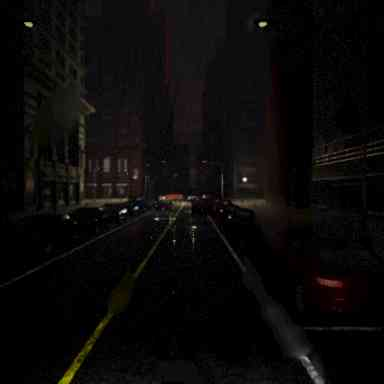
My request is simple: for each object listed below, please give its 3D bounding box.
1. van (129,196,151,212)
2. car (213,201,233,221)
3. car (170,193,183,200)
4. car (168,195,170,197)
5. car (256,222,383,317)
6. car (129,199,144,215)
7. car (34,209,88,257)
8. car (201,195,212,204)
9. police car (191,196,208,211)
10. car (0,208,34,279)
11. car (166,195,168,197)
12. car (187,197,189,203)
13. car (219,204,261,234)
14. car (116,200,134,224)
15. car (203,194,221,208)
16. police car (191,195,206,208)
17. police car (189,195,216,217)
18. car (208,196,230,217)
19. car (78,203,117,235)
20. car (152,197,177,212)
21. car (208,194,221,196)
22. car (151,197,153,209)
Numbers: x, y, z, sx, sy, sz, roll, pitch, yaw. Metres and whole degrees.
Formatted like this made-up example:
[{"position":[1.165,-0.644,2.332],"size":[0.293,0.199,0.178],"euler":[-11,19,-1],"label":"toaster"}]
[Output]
[{"position":[-5.771,1.275,35.355],"size":[1.690,1.788,3.998],"euler":[0,0,0],"label":"van"},{"position":[2.757,1.534,24.089],"size":[1.802,1.307,4.206],"euler":[0,0,0],"label":"car"},{"position":[-4.453,1.062,82.525],"size":[4.553,1.767,2.097],"euler":[0,0,38],"label":"car"},{"position":[-5.773,1.452,63.538],"size":[2.008,1.369,4.403],"euler":[0,0,0],"label":"car"},{"position":[2.759,1.567,7.179],"size":[1.802,1.307,4.206],"euler":[0,0,0],"label":"car"},{"position":[-5.769,1.524,29.719],"size":[1.802,1.307,4.206],"euler":[0,0,0],"label":"car"},{"position":[-5.767,1.539,12.809],"size":[1.947,1.339,4.313],"euler":[0,0,0],"label":"car"},{"position":[2.751,1.342,63.541],"size":[1.967,1.590,4.097],"euler":[0,0,0],"label":"car"},{"position":[0.863,1.351,41.088],"size":[1.930,1.638,5.238],"euler":[0,0,0],"label":"police car"},{"position":[-5.767,1.300,7.172],"size":[2.192,1.841,5.009],"euler":[0,0,0],"label":"car"},{"position":[-5.773,1.473,57.902],"size":[1.947,1.339,4.313],"euler":[0,0,0],"label":"car"},{"position":[-0.007,1.503,65.383],"size":[1.895,1.301,4.718],"euler":[0,0,0],"label":"car"},{"position":[2.758,1.545,18.452],"size":[1.802,1.307,4.206],"euler":[0,0,0],"label":"car"},{"position":[-5.768,1.503,24.082],"size":[2.008,1.369,4.403],"euler":[0,0,0],"label":"car"},{"position":[2.753,1.234,46.632],"size":[2.192,1.841,5.009],"euler":[0,0,0],"label":"car"},{"position":[0.862,1.344,47.088],"size":[1.930,1.638,5.238],"euler":[0,0,0],"label":"police car"},{"position":[0.896,1.366,31.088],"size":[1.930,1.638,5.238],"euler":[0,0,0],"label":"police car"},{"position":[2.755,1.383,29.724],"size":[1.967,1.590,4.097],"euler":[0,0,0],"label":"car"},{"position":[-5.767,1.528,18.445],"size":[1.947,1.339,4.313],"euler":[0,0,0],"label":"car"},{"position":[-3.100,1.531,37.953],"size":[1.895,1.301,4.718],"euler":[0,0,0],"label":"car"},{"position":[2.753,1.241,40.996],"size":[2.192,1.841,5.009],"euler":[0,0,0],"label":"car"},{"position":[-5.771,1.451,40.822],"size":[1.752,1.417,4.829],"euler":[0,0,0],"label":"car"}]
